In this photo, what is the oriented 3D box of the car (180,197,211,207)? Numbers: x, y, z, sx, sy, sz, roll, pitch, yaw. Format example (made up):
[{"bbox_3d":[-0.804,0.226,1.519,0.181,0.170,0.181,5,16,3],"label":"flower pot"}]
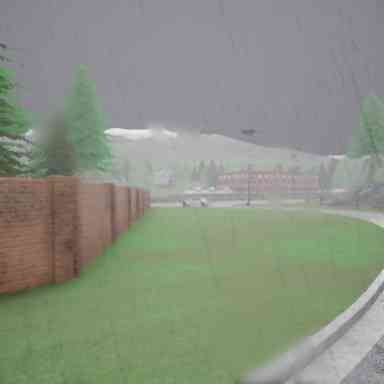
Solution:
[{"bbox_3d":[0.552,1.537,50.338,4.674,1.442,1.812,0,0,15],"label":"car"}]
